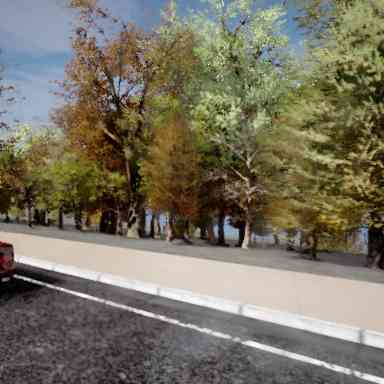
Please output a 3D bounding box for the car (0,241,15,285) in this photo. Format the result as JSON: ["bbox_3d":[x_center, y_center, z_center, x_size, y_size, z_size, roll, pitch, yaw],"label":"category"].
[{"bbox_3d":[-6.346,1.493,8.206,5.008,1.535,1.882,0,0,35],"label":"car"}]
